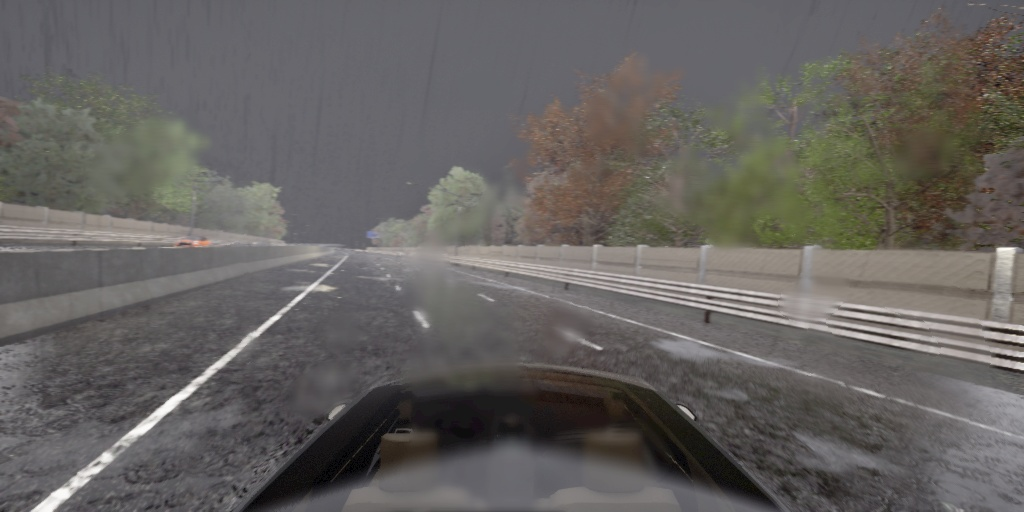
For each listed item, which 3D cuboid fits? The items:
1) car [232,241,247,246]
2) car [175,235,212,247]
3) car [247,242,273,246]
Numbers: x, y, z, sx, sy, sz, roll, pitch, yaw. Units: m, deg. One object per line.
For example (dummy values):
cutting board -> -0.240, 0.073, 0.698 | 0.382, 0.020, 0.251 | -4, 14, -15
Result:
car -> -35.519, -1.228, 47.559 | 1.994, 1.385, 4.181 | 4, -1, -23
car -> -36.599, -1.585, 41.326 | 2.097, 1.767, 4.553 | 4, -1, -23
car -> -29.704, -0.934, 42.947 | 1.837, 1.490, 4.892 | 4, -1, -23
